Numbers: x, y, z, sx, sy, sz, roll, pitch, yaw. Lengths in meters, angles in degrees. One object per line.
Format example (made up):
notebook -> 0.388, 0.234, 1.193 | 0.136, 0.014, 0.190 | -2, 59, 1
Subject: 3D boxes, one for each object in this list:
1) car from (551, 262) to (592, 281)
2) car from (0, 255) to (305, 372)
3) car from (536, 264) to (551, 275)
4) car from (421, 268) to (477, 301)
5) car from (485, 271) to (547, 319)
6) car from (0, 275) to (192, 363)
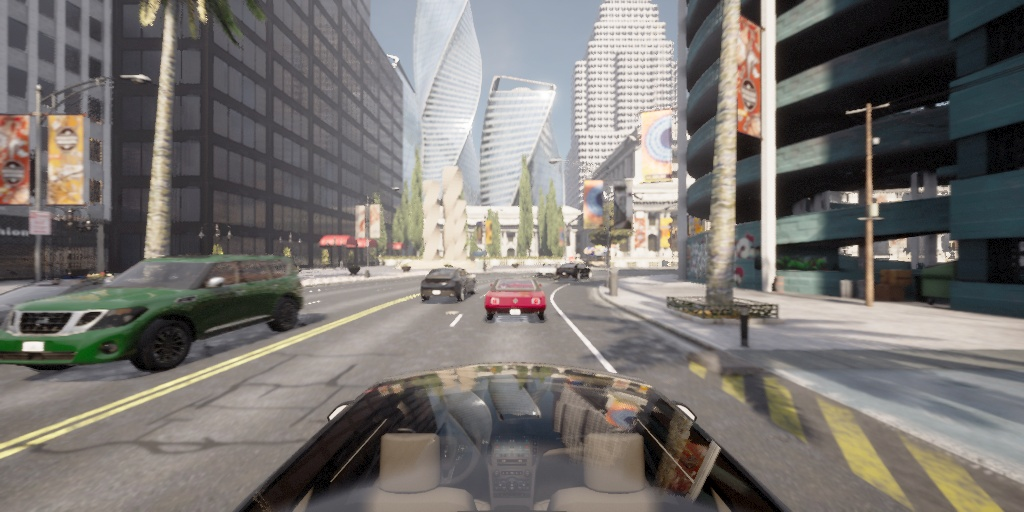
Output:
car -> 5.663, 1.331, 32.289 | 1.882, 1.535, 5.008 | 0, 0, 31
car -> -7.067, 0.992, 8.075 | 2.150, 2.045, 5.566 | 0, 0, 1
car -> 4.474, 1.470, 36.736 | 1.895, 1.301, 4.718 | 0, 0, 37
car -> -2.983, 1.309, 17.653 | 1.837, 1.490, 4.892 | 0, 0, 6
car -> 0.155, 1.389, 12.920 | 1.895, 1.301, 4.718 | 0, 0, 1
car -> -10.547, 1.299, 8.451 | 1.812, 1.442, 4.674 | 0, 0, 1
